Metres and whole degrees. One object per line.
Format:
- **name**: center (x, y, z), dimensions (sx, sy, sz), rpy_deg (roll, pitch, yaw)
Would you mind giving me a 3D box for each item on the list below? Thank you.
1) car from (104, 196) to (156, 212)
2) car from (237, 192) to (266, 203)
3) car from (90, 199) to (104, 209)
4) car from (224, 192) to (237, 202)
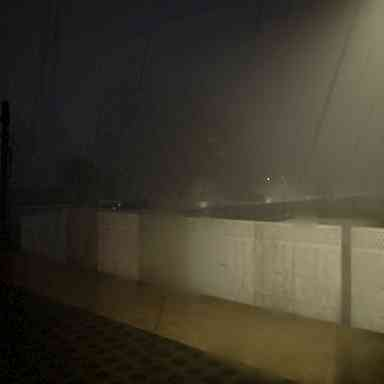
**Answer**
- **car**: center (-5.839, 1.204, 32.840), dimensions (1.895, 1.301, 4.718), rpy_deg (3, 3, 41)
- **car**: center (9.397, 0.848, 50.275), dimensions (1.837, 1.490, 4.892), rpy_deg (3, 2, 41)
- **car**: center (-8.297, 1.062, 34.961), dimensions (1.895, 1.301, 4.718), rpy_deg (3, 3, 41)
- **car**: center (6.940, 0.762, 52.402), dimensions (1.994, 1.385, 4.181), rpy_deg (3, 3, 41)
